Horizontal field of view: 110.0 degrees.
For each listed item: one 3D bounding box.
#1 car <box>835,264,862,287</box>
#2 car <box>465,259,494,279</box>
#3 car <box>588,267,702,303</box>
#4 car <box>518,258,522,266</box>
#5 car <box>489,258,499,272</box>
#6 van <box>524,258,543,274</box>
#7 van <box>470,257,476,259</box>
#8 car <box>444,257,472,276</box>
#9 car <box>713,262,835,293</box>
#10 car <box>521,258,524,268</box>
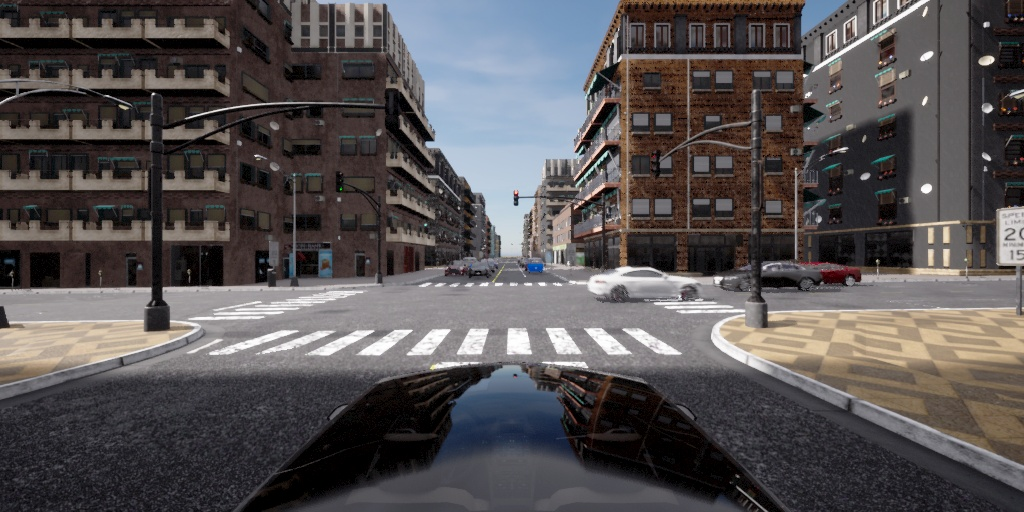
[{"bbox_3d":[17.555,1.033,20.814,4.507,1.381,1.888,0,0,0],"label":"car"},{"bbox_3d":[-2.921,1.248,33.172,1.837,1.490,4.892,0,0,0],"label":"car"},{"bbox_3d":[5.655,1.179,15.466,4.674,1.442,1.812,-1,0,0],"label":"car"},{"bbox_3d":[2.434,1.300,58.227,1.948,1.339,4.313,0,0,0],"label":"car"},{"bbox_3d":[-2.951,1.287,43.073,2.033,1.411,5.357,0,0,-1],"label":"car"},{"bbox_3d":[2.602,1.081,40.861,1.690,1.789,3.998,0,0,0],"label":"van"},{"bbox_3d":[-5.517,1.079,47.046,1.690,1.789,3.998,0,0,0],"label":"van"},{"bbox_3d":[-5.525,1.181,35.882,1.967,1.591,4.097,0,0,0],"label":"car"},{"bbox_3d":[12.990,1.043,18.363,4.902,1.511,2.128,-1,0,1],"label":"car"},{"bbox_3d":[2.552,1.283,47.065,1.888,1.381,4.507,0,0,0],"label":"car"}]
